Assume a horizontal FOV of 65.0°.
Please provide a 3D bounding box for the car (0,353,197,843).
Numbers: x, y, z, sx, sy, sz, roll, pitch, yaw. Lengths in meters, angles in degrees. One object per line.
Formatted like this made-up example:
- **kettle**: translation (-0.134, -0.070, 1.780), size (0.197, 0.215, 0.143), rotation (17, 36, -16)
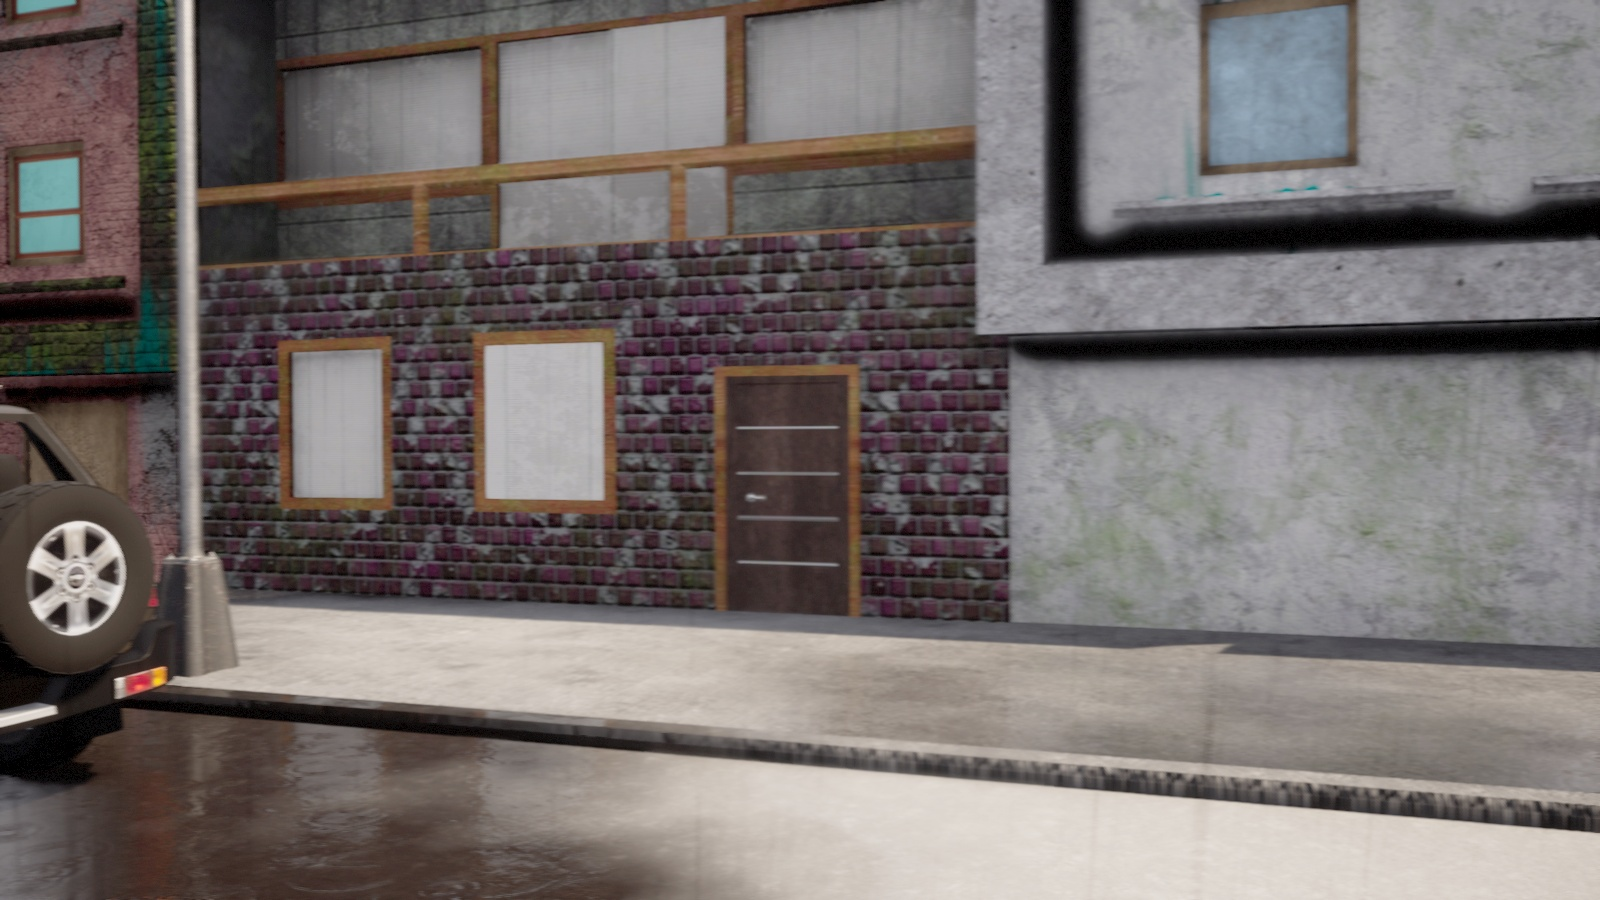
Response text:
- **car**: translation (-5.205, 0.543, 5.467), size (4.605, 1.855, 1.932), rotation (0, 1, 19)
